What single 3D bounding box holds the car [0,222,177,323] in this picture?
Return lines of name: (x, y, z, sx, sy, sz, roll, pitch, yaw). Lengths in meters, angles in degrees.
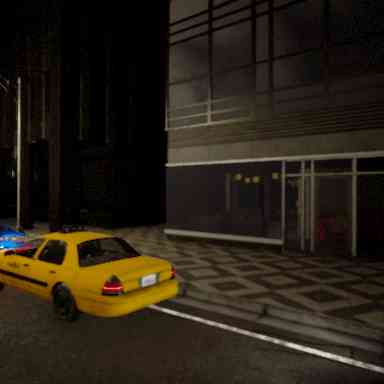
car: (-2.784, 1.513, 7.291, 5.366, 1.575, 1.801, 0, -1, 37)
